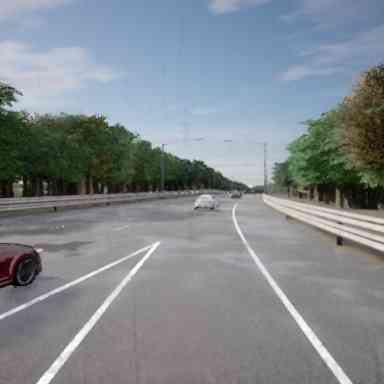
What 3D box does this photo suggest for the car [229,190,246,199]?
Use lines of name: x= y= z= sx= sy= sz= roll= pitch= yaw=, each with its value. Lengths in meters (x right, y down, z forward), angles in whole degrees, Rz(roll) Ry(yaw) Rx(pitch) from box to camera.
car: x=9.003 y=0.578 z=66.325 sx=2.033 sy=1.411 sz=5.357 roll=0 pitch=1 yaw=13

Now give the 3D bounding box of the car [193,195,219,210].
car: x=1.488 y=1.031 z=33.404 sx=1.812 sy=1.442 sz=4.674 roll=0 pitch=1 yaw=13

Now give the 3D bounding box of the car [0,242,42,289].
car: x=-4.974 y=1.460 z=6.499 sx=1.994 sy=1.385 sz=4.181 roll=0 pitch=1 yaw=14
